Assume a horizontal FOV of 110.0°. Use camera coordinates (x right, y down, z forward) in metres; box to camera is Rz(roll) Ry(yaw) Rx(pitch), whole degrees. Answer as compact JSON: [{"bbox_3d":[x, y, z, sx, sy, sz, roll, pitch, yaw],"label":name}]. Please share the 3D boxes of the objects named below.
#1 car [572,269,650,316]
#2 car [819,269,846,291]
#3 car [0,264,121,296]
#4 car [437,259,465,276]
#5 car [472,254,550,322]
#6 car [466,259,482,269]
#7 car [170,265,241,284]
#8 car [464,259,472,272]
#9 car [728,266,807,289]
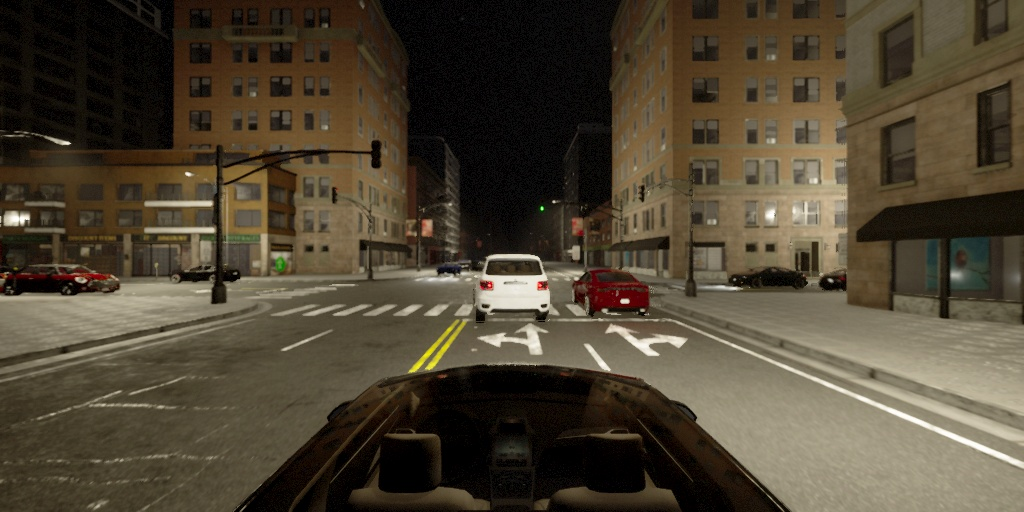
[{"bbox_3d":[3.461,1.214,13.384,1.882,1.535,5.008,0,0,1],"label":"car"},{"bbox_3d":[19.737,1.337,19.946,4.181,1.385,1.994,0,0,1],"label":"car"},{"bbox_3d":[-22.014,1.135,17.687,4.097,1.591,1.967,0,0,1],"label":"car"},{"bbox_3d":[-6.253,1.298,36.111,1.895,1.301,4.718,0,0,1],"label":"car"},{"bbox_3d":[-0.194,0.959,12.380,2.150,2.045,5.566,1,0,-6],"label":"car"},{"bbox_3d":[-5.954,1.228,55.908,1.994,1.385,4.181,0,0,1],"label":"car"},{"bbox_3d":[-21.889,1.281,25.711,4.313,1.339,1.948,0,0,1],"label":"car"},{"bbox_3d":[-6.133,1.172,45.947,2.128,1.511,4.902,0,0,1],"label":"car"},{"bbox_3d":[16.243,1.336,22.931,4.181,1.385,1.994,0,0,1],"label":"car"}]
